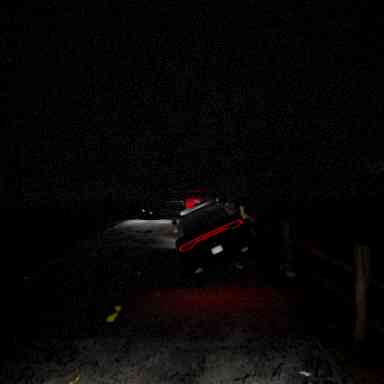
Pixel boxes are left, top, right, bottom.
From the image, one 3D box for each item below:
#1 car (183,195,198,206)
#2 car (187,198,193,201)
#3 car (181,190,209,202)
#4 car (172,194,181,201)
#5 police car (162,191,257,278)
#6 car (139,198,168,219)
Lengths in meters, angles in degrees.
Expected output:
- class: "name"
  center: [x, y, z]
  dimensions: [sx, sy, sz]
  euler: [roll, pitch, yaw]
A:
- class: "car"
  center: [-0.140, 1.123, 47.728]
  dimensions: [2.033, 1.411, 5.357]
  euler: [0, 0, 0]
- class: "car"
  center: [0.762, 1.315, 19.906]
  dimensions: [1.812, 1.442, 4.674]
  euler: [0, 0, 0]
- class: "car"
  center: [0.639, 0.909, 25.844]
  dimensions: [2.150, 2.045, 5.566]
  euler: [-3, -2, 3]
- class: "car"
  center: [-2.971, 1.068, 67.742]
  dimensions: [2.033, 1.411, 5.357]
  euler: [0, 0, 0]
- class: "police car"
  center: [0.468, 1.081, 10.021]
  dimensions: [1.930, 1.638, 5.238]
  euler: [-25, 1, 0]
- class: "car"
  center: [-2.931, 1.241, 26.098]
  dimensions: [1.837, 1.490, 4.892]
  euler: [0, 1, 0]
